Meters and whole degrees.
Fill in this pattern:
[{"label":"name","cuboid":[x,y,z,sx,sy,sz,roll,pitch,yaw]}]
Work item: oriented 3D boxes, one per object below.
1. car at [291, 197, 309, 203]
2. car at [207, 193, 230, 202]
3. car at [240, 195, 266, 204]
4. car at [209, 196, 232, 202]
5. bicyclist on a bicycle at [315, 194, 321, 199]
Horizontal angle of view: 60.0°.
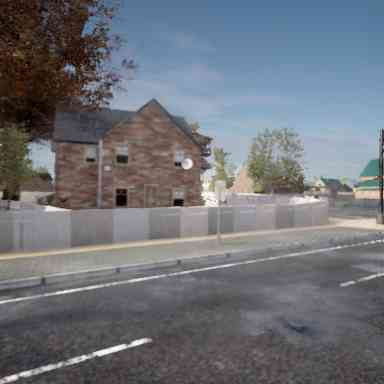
[{"label":"car","cuboid":[11.304,1.260,33.728,1.837,1.490,4.892,1,0,-20]},{"label":"car","cuboid":[4.746,0.963,60.204,2.033,1.411,5.357,1,0,-21]},{"label":"car","cuboid":[7.901,1.085,43.022,1.882,1.535,5.008,1,0,-20]},{"label":"car","cuboid":[4.503,1.059,52.314,1.895,1.301,4.718,1,0,-20]},{"label":"bicyclist on a bicycle","cuboid":[15.156,1.124,40.272,1.656,1.620,0.582,1,0,-20]}]
